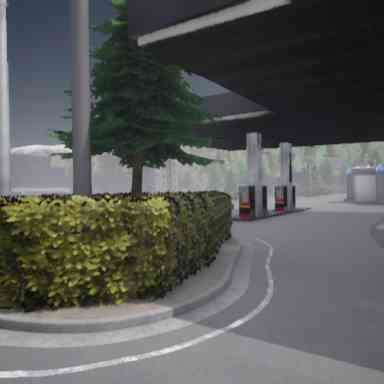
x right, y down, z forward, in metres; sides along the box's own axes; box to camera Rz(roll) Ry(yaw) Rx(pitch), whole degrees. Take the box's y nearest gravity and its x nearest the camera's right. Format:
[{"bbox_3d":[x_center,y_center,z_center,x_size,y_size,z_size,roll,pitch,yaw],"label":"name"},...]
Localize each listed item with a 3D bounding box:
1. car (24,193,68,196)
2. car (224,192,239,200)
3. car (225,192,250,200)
[{"bbox_3d":[-14.794,1.131,33.600,3.866,1.878,1.905,-1,0,35],"label":"car"},{"bbox_3d":[7.406,0.815,63.929,5.027,1.636,2.152,-1,0,35],"label":"car"},{"bbox_3d":[9.178,0.778,66.518,4.514,1.523,2.007,-1,0,35],"label":"car"}]
